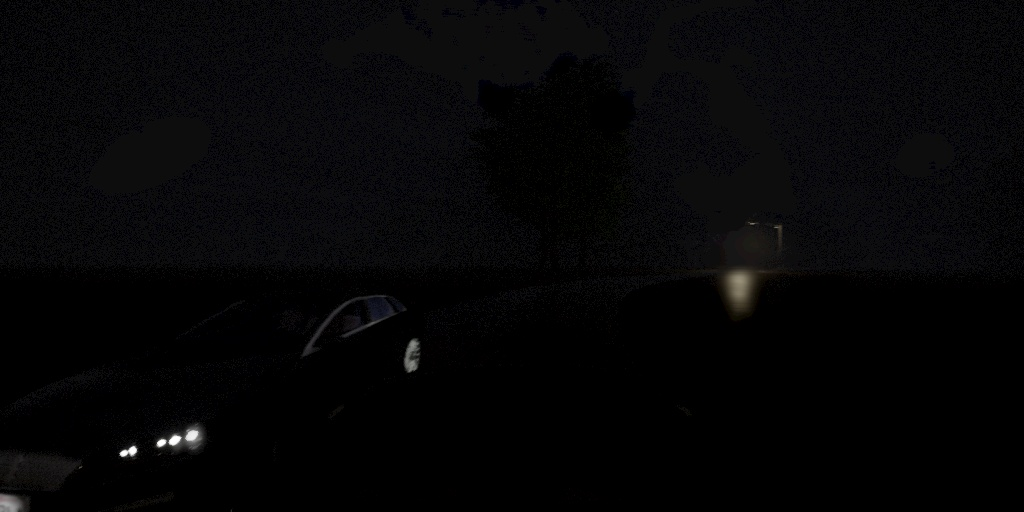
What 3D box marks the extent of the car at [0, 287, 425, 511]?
[{"bbox_3d":[-2.634,1.196,4.493,2.128,1.511,4.902,1,0,7],"label":"car"}]
